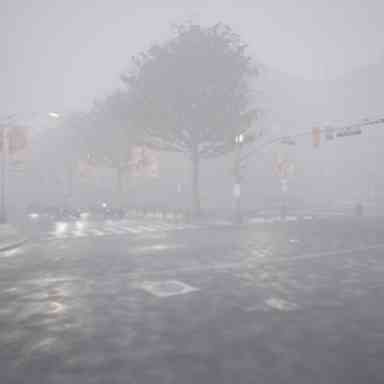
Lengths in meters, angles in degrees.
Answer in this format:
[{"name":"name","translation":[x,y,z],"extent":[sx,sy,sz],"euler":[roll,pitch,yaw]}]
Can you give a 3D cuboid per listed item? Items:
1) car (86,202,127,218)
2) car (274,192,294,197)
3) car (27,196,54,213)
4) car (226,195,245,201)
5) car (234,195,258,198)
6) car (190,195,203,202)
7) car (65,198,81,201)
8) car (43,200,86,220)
[{"name":"car","translation":[-7.595,1.594,29.745],"extent":[1.895,1.301,4.718],"euler":[0,0,-36]},{"name":"car","translation":[24.657,0.982,89.381],"extent":[2.435,2.045,5.566],"euler":[0,0,-36]},{"name":"car","translation":[-16.943,1.501,36.792],"extent":[1.837,1.490,4.892],"euler":[0,0,-35]},{"name":"car","translation":[10.143,1.429,77.881],"extent":[1.895,1.301,4.718],"euler":[0,0,-36]},{"name":"car","translation":[10.970,1.290,63.949],"extent":[2.002,1.452,4.674],"euler":[0,0,-36]},{"name":"car","translation":[0.493,1.387,71.430],"extent":[2.161,1.482,4.786],"euler":[0,0,-36]},{"name":"car","translation":[-13.618,1.485,38.155],"extent":[2.128,1.511,4.902],"euler":[0,0,-36]},{"name":"car","translation":[-11.055,1.597,28.563],"extent":[1.895,1.301,4.718],"euler":[0,0,-36]}]
